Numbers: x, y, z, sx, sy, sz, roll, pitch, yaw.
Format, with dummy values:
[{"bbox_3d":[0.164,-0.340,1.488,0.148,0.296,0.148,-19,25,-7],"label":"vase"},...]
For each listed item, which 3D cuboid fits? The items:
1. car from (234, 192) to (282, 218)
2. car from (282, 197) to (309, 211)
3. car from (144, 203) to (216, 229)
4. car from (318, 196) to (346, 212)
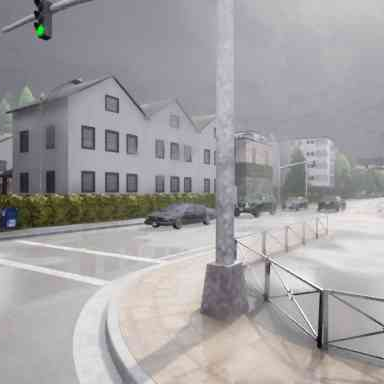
[{"bbox_3d":[5.476,1.034,28.607,2.150,2.045,5.566,0,0,35],"label":"car"},{"bbox_3d":[11.545,1.304,37.088,2.128,1.511,4.902,0,0,36],"label":"car"},{"bbox_3d":[-0.490,1.360,20.195,2.033,1.411,5.357,0,0,35],"label":"car"},{"bbox_3d":[15.153,1.164,35.863,2.097,1.767,4.553,0,0,35],"label":"car"}]
